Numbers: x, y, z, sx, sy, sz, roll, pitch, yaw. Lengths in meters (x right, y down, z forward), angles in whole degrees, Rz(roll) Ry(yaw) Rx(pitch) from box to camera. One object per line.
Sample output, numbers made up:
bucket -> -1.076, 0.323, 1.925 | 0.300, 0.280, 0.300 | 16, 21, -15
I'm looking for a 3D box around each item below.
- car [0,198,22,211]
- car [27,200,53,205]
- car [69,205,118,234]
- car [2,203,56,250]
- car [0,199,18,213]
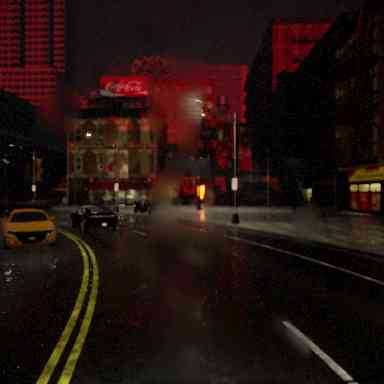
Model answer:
car -> -24.187, 1.567, 42.308 | 4.674, 1.452, 2.002 | 0, 0, 21
car -> -18.941, 1.635, 40.001 | 4.718, 1.301, 1.895 | 0, 0, 31
car -> -5.932, 1.507, 19.691 | 2.128, 1.511, 4.902 | 0, 0, -32
car -> -7.285, 1.493, 14.831 | 1.882, 1.535, 5.008 | 0, 0, -29
car -> -19.356, 1.541, 32.420 | 4.892, 1.490, 1.837 | 0, 0, 33
